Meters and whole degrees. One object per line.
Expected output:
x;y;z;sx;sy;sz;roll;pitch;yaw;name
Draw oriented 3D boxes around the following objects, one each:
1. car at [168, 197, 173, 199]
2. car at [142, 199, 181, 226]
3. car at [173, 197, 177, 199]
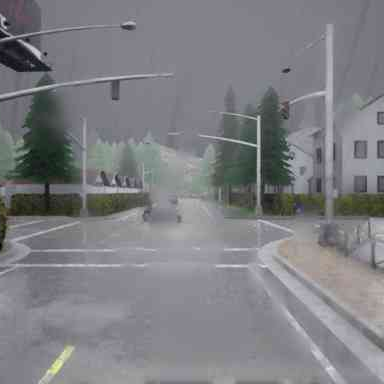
-3.589;1.524;38.722;1.812;1.442;4.674;0;0;0;car
-2.224;1.434;22.884;1.812;1.442;4.674;-1;0;-19;car
-3.490;1.545;59.323;2.033;1.411;5.357;0;0;0;car
